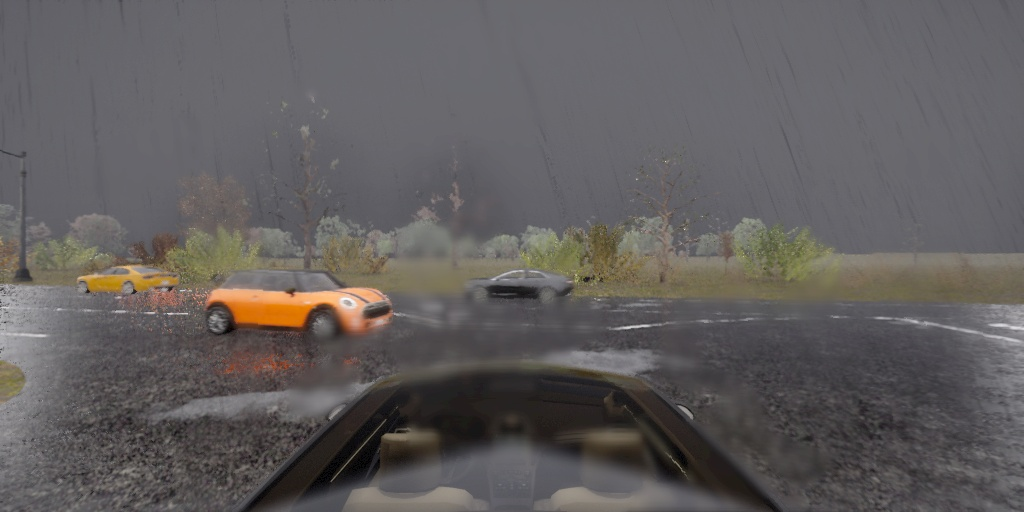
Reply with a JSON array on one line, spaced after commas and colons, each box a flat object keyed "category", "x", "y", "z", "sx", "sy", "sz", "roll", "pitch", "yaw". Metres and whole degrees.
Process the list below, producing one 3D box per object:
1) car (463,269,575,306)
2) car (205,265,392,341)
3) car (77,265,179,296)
[{"category": "car", "x": 0.301, "y": 1.299, "z": 15.790, "sx": 4.902, "sy": 1.511, "sz": 2.128, "roll": 0, "pitch": 0, "yaw": 10}, {"category": "car", "x": -5.648, "y": 1.143, "z": 9.752, "sx": 4.553, "sy": 1.767, "sz": 2.097, "roll": 0, "pitch": 0, "yaw": 10}, {"category": "car", "x": -20.928, "y": 1.266, "z": 19.558, "sx": 5.008, "sy": 1.535, "sz": 1.882, "roll": 0, "pitch": 0, "yaw": 10}]
